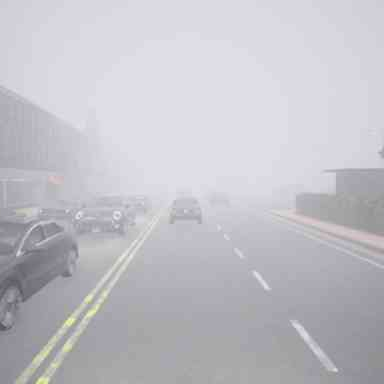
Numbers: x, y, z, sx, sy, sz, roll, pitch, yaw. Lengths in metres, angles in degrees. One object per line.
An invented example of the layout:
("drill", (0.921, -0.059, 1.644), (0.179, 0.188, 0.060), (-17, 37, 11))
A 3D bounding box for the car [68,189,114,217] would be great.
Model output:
("car", (-7.634, 0.727, 25.680), (2.128, 1.511, 4.902), (0, 6, -1))

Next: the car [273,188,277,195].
("car", (16.322, -0.457, 57.115), (4.605, 1.855, 1.932), (0, 2, -3))

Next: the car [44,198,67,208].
("car", (-7.590, 1.063, 20.304), (1.895, 1.301, 4.718), (0, 2, -1))

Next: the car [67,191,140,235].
("car", (-3.974, 0.927, 15.803), (2.097, 1.767, 4.553), (0, 2, -1))

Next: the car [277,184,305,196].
("car", (16.417, -0.375, 54.223), (3.866, 1.878, 1.905), (0, 2, -3))

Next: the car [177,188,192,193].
("car", (-1.031, 0.267, 44.688), (2.128, 1.511, 4.902), (0, 1, -1))

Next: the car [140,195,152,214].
("car", (-4.219, 0.907, 25.703), (1.895, 1.301, 4.718), (0, 2, -1))

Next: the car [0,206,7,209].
("car", (-7.350, 1.193, 11.026), (1.882, 1.535, 5.008), (0, 2, -1))

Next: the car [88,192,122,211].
("car", (-7.821, 0.803, 30.369), (1.895, 1.301, 4.718), (0, 3, -1))

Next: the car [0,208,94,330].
("car", (-3.738, 1.318, 6.592), (2.128, 1.511, 4.902), (0, 2, -1))

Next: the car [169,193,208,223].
("car", (-0.374, 1.002, 19.835), (2.033, 1.411, 5.357), (0, 2, -1))

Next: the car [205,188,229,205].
("car", (2.732, 0.600, 34.864), (1.994, 1.385, 4.181), (0, 2, -2))

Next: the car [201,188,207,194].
("car", (2.371, 0.168, 47.554), (1.882, 1.535, 5.008), (0, 1, -1))
